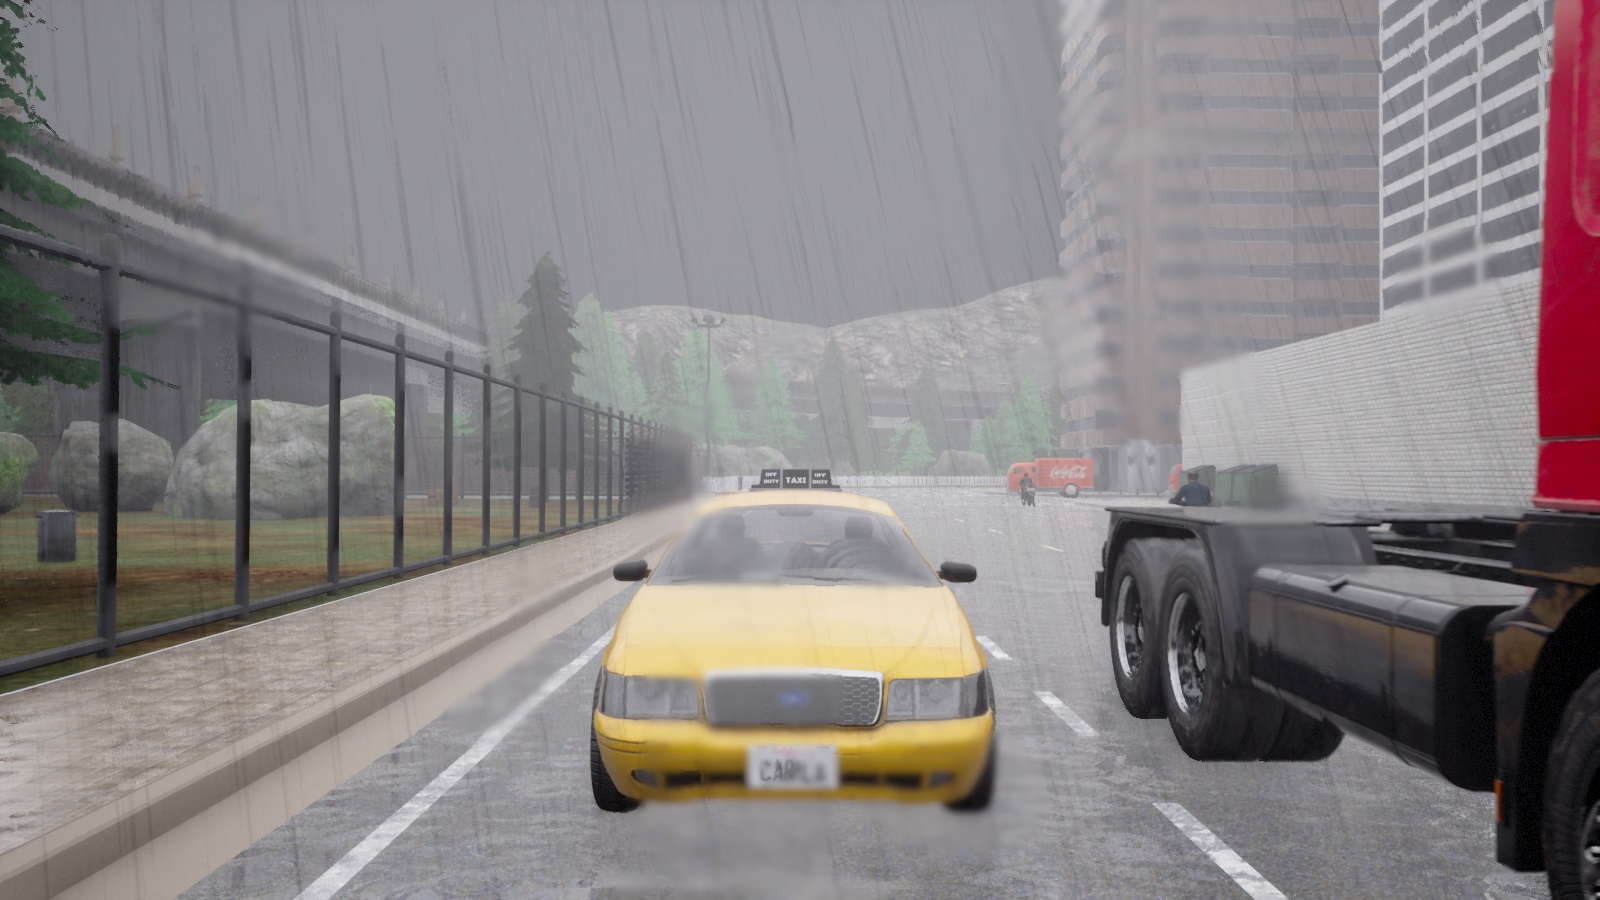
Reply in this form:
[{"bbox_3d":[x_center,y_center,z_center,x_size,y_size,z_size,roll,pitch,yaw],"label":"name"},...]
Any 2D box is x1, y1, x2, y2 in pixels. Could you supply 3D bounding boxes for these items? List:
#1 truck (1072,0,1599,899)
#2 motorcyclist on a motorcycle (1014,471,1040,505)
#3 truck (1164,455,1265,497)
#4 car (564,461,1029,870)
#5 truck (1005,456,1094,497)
[{"bbox_3d":[3.480,-0.093,5.324,2.891,3.462,7.936,0,-1,0],"label":"truck"},{"bbox_3d":[10.336,1.714,57.208,0.797,1.523,2.044,0,-1,0],"label":"motorcyclist on a motorcycle"},{"bbox_3d":[24.919,1.552,75.580,5.204,2.467,2.627,0,-1,0],"label":"truck"},{"bbox_3d":[-0.022,0.881,7.560,1.801,1.575,5.366,0,-1,0],"label":"car"},{"bbox_3d":[15.507,1.631,78.424,5.204,2.467,2.627,-1,0,5],"label":"truck"}]
